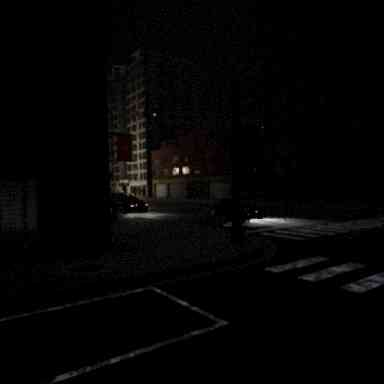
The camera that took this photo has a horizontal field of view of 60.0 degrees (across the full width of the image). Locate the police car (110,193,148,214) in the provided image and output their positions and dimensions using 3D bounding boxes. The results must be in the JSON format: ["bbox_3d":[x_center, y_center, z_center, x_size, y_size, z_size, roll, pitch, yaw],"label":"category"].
[{"bbox_3d":[-5.800,1.134,30.864,2.038,1.542,4.974,-2,1,-35],"label":"police car"}]

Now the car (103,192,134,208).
[{"bbox_3d":[-9.045,0.880,40.874,2.097,1.767,4.553,-2,1,-35],"label":"car"}]

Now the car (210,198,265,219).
[{"bbox_3d":[3.139,1.115,23.735,1.994,1.385,4.181,-2,1,-35],"label":"car"}]
